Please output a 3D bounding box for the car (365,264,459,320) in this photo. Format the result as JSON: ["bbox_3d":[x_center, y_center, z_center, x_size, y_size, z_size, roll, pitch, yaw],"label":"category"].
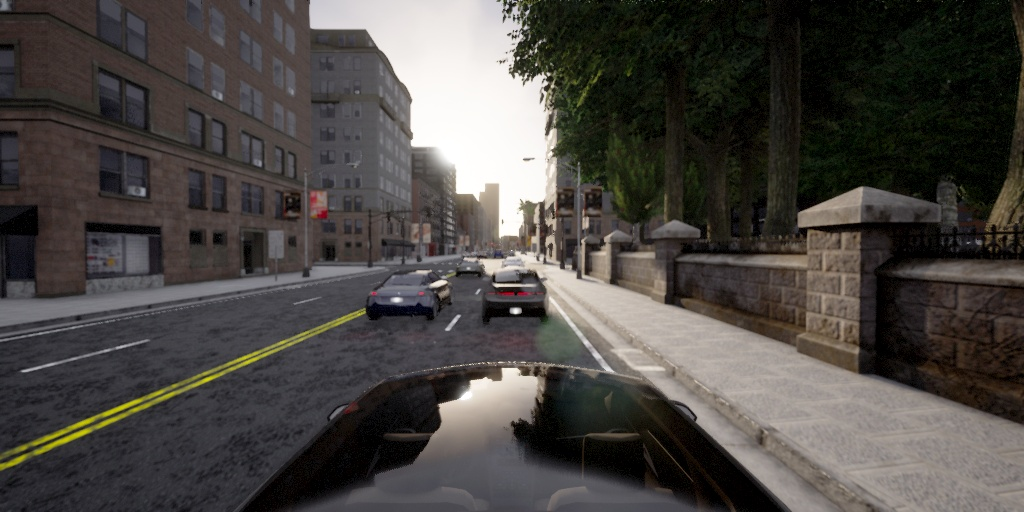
[{"bbox_3d":[-3.155,1.133,11.792,1.994,1.385,4.181,0,1,0],"label":"car"}]

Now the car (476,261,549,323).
[{"bbox_3d":[0.092,1.081,11.380,1.837,1.490,4.892,0,1,0],"label":"car"}]

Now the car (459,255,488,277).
[{"bbox_3d":[-3.207,0.842,28.013,1.994,1.385,4.181,0,1,-1],"label":"car"}]

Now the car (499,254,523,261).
[{"bbox_3d":[0.151,0.799,28.306,1.812,1.442,4.674,0,1,2],"label":"car"}]
